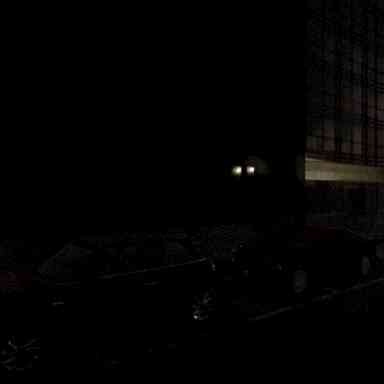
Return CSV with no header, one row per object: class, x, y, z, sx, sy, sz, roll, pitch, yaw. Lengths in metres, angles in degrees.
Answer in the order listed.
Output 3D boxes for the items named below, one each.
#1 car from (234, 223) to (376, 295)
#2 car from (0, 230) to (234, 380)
car,3.041,1.551,8.702,4.507,1.381,1.887,0,0,-36
car,-1.549,1.442,5.427,4.097,1.590,1.967,0,0,-36
